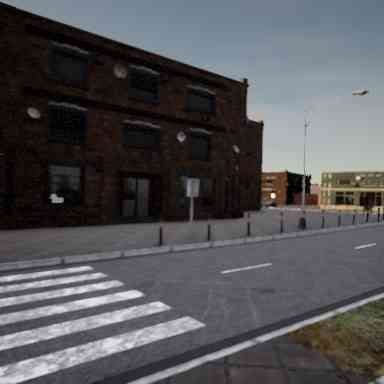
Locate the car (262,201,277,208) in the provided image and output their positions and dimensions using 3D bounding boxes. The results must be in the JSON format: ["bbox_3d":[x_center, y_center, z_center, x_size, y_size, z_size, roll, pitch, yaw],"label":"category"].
[{"bbox_3d":[17.619,2.843,74.960,2.163,1.488,4.792,1,-1,43],"label":"car"}]
